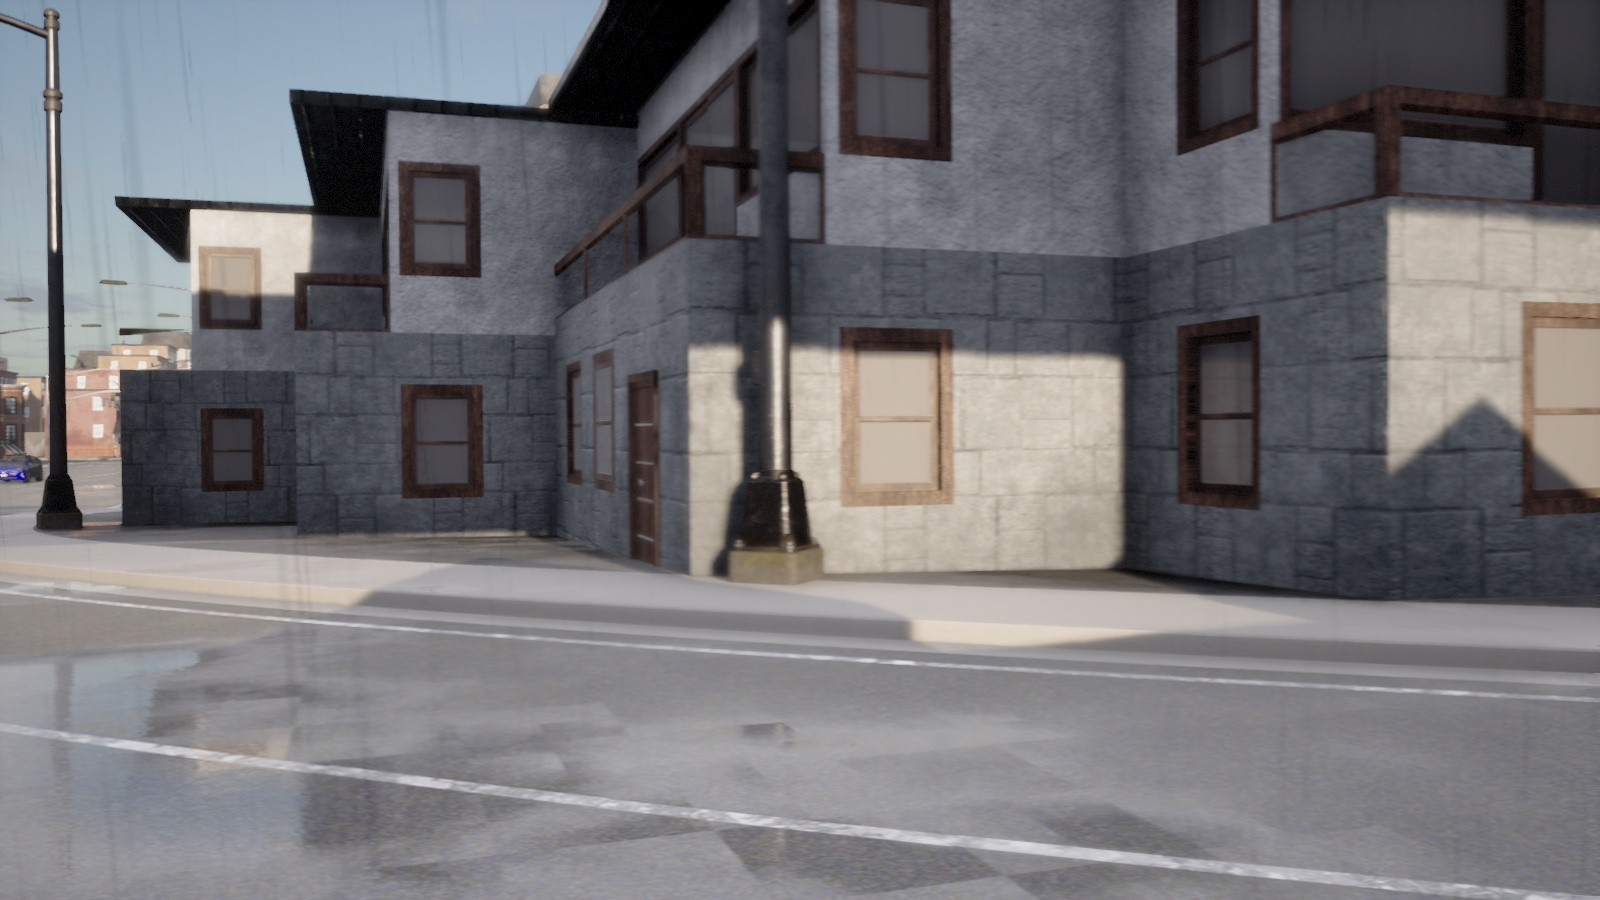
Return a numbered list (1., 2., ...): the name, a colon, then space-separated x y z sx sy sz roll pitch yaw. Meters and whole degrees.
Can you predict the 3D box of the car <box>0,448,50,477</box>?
1. car: -43.126 0.663 69.256 2.007 1.525 4.514 0 1 -18
